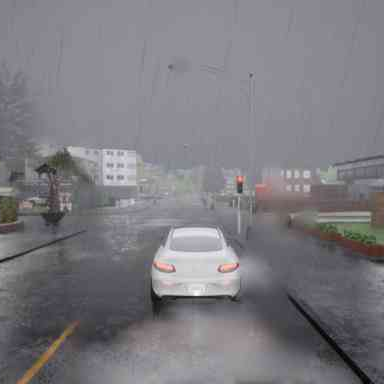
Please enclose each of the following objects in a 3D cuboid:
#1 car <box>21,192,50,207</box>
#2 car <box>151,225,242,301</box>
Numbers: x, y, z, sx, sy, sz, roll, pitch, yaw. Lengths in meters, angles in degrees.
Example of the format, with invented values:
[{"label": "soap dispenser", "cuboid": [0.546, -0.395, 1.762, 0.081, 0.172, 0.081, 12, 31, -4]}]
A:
[{"label": "car", "cuboid": [-19.838, 0.985, 42.815, 1.905, 1.878, 3.866, 0, 0, 35]}, {"label": "car", "cuboid": [0.082, 1.526, 8.170, 1.812, 1.442, 4.674, 0, 0, 0]}]
